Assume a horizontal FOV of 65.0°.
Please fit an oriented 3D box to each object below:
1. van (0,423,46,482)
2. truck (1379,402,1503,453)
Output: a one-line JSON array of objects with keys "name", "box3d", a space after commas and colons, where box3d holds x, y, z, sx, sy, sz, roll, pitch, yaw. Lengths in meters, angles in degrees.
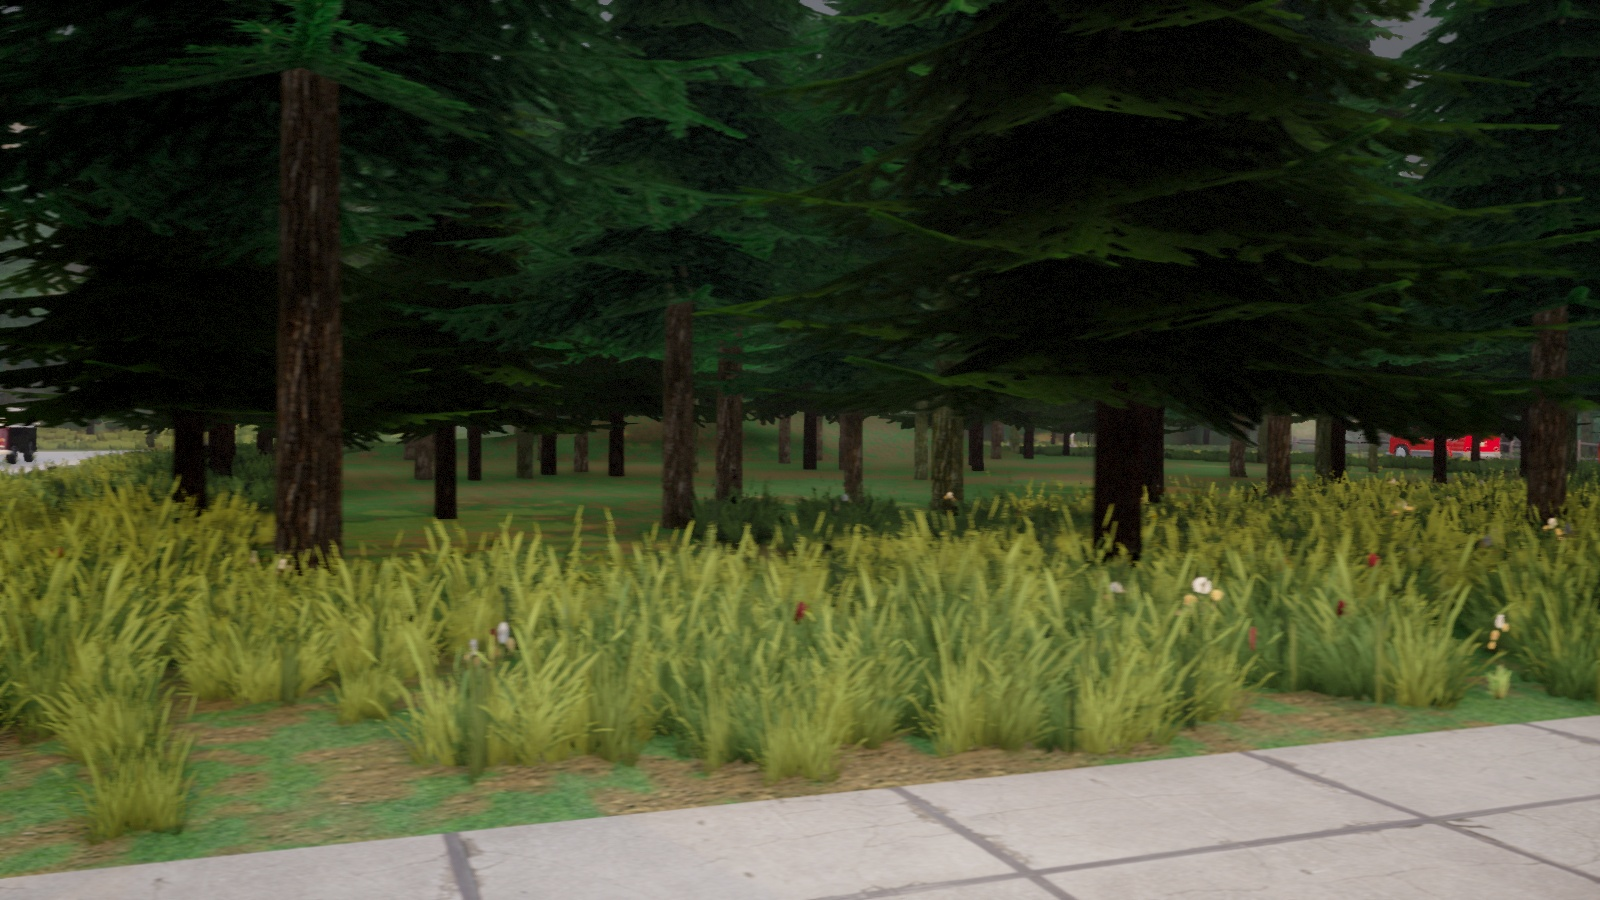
[{"name": "van", "box3d": [-28.989, 0.087, 45.402, 2.069, 2.038, 4.480, -1, 1, -20]}, {"name": "truck", "box3d": [32.328, -1.180, 63.500, 2.627, 2.467, 5.204, -1, 2, -19]}]
